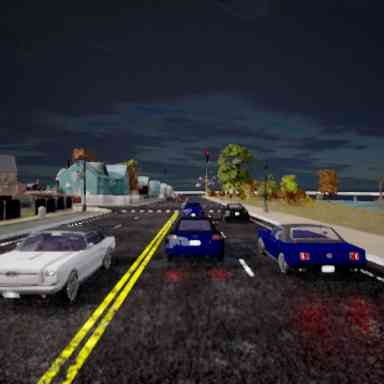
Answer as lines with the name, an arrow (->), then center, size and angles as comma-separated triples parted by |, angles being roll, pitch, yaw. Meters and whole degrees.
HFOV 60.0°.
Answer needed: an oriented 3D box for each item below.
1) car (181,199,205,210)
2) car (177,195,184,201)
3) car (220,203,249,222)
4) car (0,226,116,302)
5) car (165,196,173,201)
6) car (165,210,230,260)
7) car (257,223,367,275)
car -> 0.095, 1.545, 26.869 | 1.812, 1.442, 4.674 | 0, 0, 0
car -> -3.266, 1.632, 93.885 | 1.882, 1.535, 5.008 | 0, 0, 0
car -> 3.345, 1.583, 26.652 | 1.994, 1.385, 4.181 | 0, 0, 0
car -> -3.352, 1.605, 8.374 | 1.895, 1.301, 4.718 | 0, 0, 0
car -> -6.516, 1.707, 93.883 | 1.994, 1.385, 4.181 | 0, 0, 0
car -> 0.097, 1.571, 12.436 | 1.994, 1.385, 4.181 | 0, 0, 0
car -> 3.348, 1.606, 10.383 | 1.895, 1.301, 4.718 | 0, 0, 0
